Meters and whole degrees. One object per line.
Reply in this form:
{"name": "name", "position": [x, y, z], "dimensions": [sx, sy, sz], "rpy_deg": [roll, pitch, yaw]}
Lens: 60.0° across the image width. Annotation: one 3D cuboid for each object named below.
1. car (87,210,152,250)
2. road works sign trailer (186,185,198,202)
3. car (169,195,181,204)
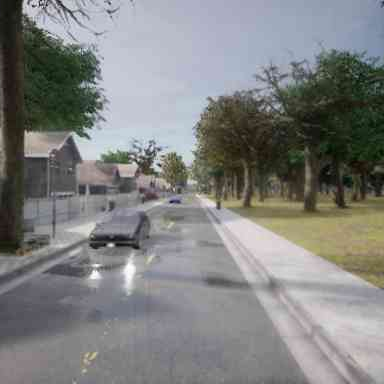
{"name": "car", "position": [-2.853, 1.484, 14.358], "dimensions": [2.033, 1.411, 5.357], "rpy_deg": [0, 0, 0]}
{"name": "road works sign trailer", "position": [-0.005, 0.200, 67.673], "dimensions": [2.380, 3.560, 2.880], "rpy_deg": [0, 0, 0]}
{"name": "car", "position": [-2.802, 1.253, 55.941], "dimensions": [1.882, 1.535, 5.008], "rpy_deg": [0, 0, 1]}
